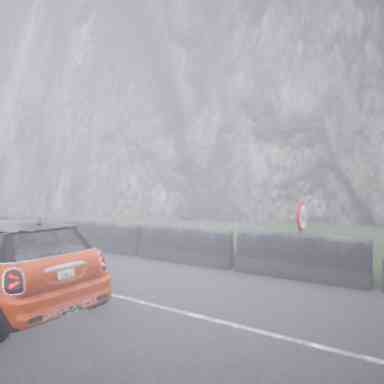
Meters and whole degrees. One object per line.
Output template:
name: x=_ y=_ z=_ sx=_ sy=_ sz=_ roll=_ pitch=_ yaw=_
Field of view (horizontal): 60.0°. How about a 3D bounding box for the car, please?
car: x=-3.737 y=1.315 z=6.453 sx=4.553 sy=1.767 sz=2.097 roll=0 pitch=0 yaw=34
